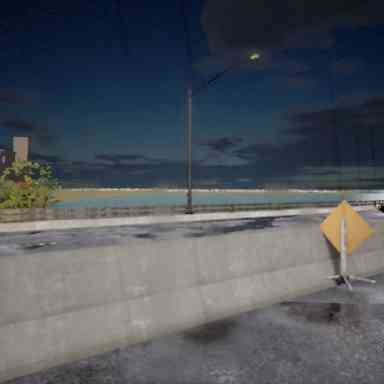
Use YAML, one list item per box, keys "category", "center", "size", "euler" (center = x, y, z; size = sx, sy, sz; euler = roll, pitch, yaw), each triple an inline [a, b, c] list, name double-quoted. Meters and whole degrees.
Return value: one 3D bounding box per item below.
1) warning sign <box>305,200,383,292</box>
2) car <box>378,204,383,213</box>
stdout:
- category: "warning sign"
  center: [3.476, 1.124, 7.628]
  size: [1.060, 1.860, 1.300]
  euler: [1, -1, -35]
- category: "car"
  center: [22.905, 1.584, 37.124]
  size: [5.357, 1.411, 2.033]
  euler: [0, 0, -35]
